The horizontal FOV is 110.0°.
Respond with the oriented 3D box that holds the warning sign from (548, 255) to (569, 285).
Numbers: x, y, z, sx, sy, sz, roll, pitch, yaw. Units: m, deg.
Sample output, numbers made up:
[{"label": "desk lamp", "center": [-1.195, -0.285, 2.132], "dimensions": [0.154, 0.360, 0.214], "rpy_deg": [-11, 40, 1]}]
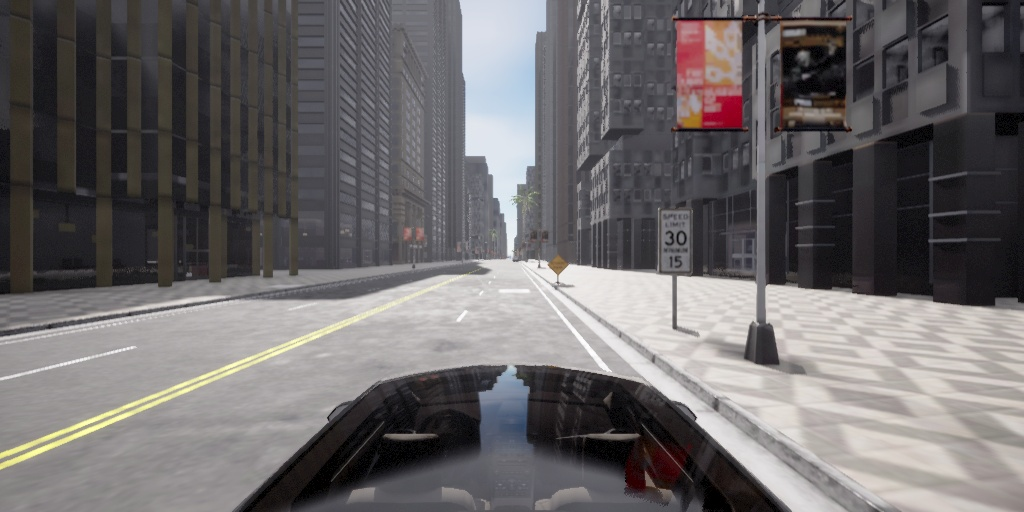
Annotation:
[{"label": "warning sign", "center": [2.850, 0.842, 22.210], "dimensions": [1.300, 1.860, 1.060], "rpy_deg": [0, 0, 0]}]
